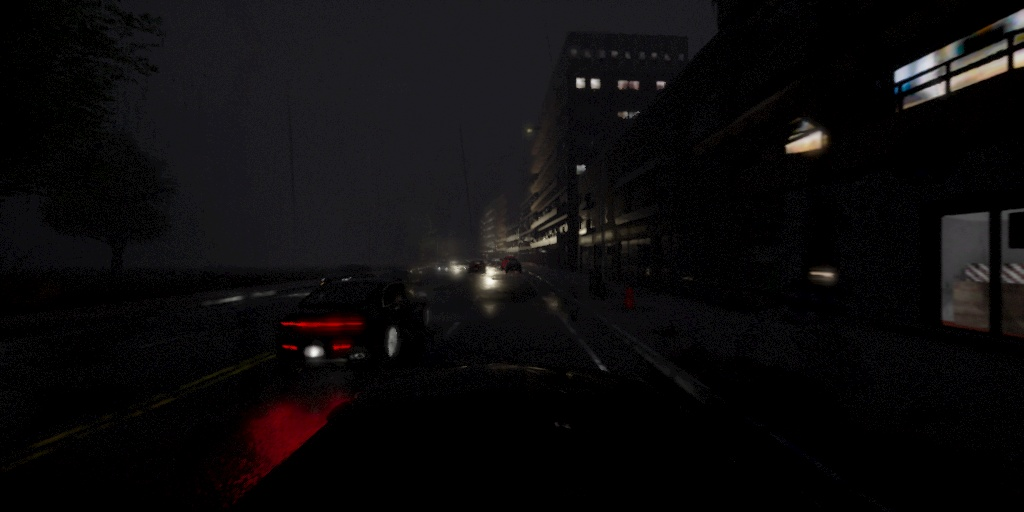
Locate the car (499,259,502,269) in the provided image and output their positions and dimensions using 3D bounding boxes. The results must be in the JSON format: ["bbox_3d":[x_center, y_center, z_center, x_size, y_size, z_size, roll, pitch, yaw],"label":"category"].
[{"bbox_3d":[-0.430,0.993,52.450,2.150,2.045,5.566,0,0,-4],"label":"car"}]

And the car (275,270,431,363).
[{"bbox_3d":[-3.164,1.257,8.151,1.837,1.490,4.892,0,1,0],"label":"car"}]

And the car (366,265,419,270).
[{"bbox_3d":[-6.739,1.300,21.986,2.033,1.411,5.357,0,0,-1],"label":"car"}]

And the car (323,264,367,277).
[{"bbox_3d":[-10.001,1.257,22.349,1.837,1.490,4.892,0,0,-1],"label":"car"}]

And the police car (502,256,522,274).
[{"bbox_3d":[0.141,1.187,42.459,1.930,1.638,5.238,0,0,-3],"label":"police car"}]

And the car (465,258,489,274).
[{"bbox_3d":[-3.936,1.239,41.175,1.882,1.535,5.008,0,0,-3],"label":"car"}]

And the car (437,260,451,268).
[{"bbox_3d":[-12.048,1.327,63.900,1.994,1.385,4.181,0,0,-4],"label":"car"}]

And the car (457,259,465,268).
[{"bbox_3d":[-8.799,1.318,64.168,2.033,1.411,5.357,0,0,-4],"label":"car"}]
